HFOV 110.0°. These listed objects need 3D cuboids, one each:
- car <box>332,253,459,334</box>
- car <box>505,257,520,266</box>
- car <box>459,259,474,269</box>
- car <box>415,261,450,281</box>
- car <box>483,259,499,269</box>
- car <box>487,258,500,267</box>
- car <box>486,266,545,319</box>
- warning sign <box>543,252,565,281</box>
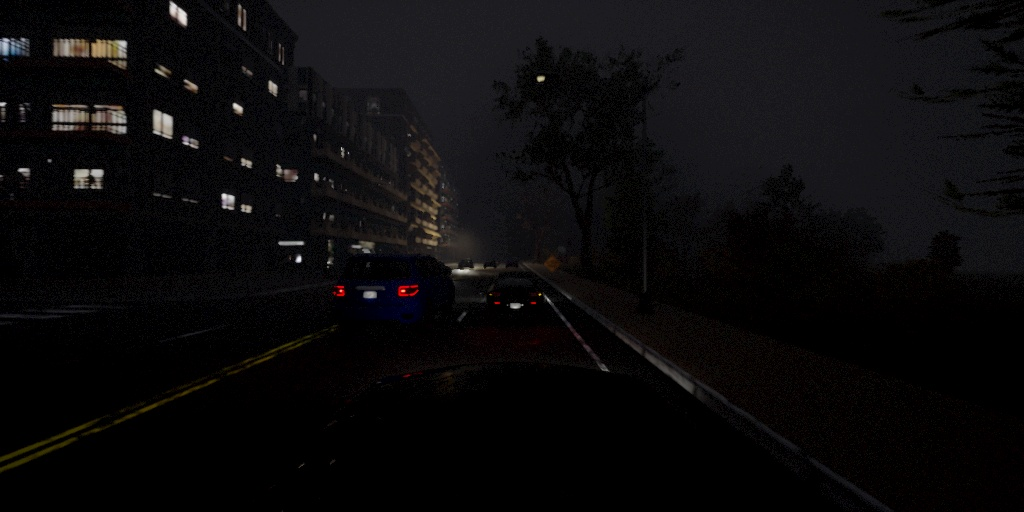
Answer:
[{"bbox_3d":[-3.152,0.951,10.652,2.150,2.045,5.566,0,0,0],"label":"car"},{"bbox_3d":[-0.004,1.110,54.261,1.882,1.535,5.008,0,0,0],"label":"car"},{"bbox_3d":[-6.558,1.130,51.523,2.128,1.511,4.902,0,0,0],"label":"car"},{"bbox_3d":[-6.597,1.189,30.146,1.837,1.490,4.892,0,0,0],"label":"car"},{"bbox_3d":[-3.254,1.124,54.261,2.128,1.511,4.902,0,0,0],"label":"car"},{"bbox_3d":[-3.255,1.159,64.686,2.033,1.411,5.357,0,0,0],"label":"car"},{"bbox_3d":[0.097,1.250,12.545,1.812,1.442,4.674,0,0,0],"label":"car"},{"bbox_3d":[2.849,0.811,25.026,1.300,1.860,1.060,0,0,0],"label":"warning sign"}]
